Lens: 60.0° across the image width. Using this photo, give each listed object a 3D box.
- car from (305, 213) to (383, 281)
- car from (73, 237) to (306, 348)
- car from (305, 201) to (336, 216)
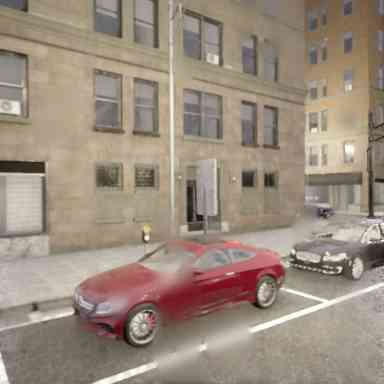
[{"bbox_3d":[4.622,1.476,9.487,4.403,1.369,2.008,-1,0,-36],"label":"car"},{"bbox_3d":[-0.002,1.554,6.186,4.206,1.307,1.802,-1,0,-36],"label":"car"},{"bbox_3d":[8.362,1.342,25.309,1.895,1.301,4.718,-1,1,-36],"label":"car"}]
